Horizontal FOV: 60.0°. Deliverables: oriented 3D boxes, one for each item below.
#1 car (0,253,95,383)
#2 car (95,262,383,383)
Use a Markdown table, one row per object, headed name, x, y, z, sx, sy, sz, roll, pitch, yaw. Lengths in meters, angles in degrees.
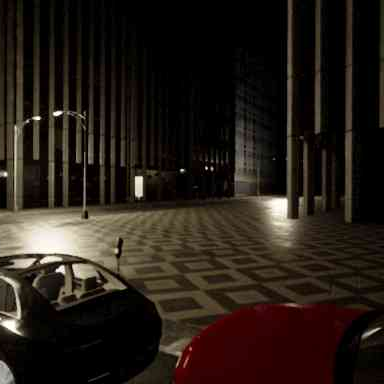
| name | x | y | z | sx | sy | sz | roll | pitch | yaw |
| --- | --- | --- | --- | --- | --- | --- | --- | --- | --- |
| car | -2.413 | 1.548 | 4.668 | 4.403 | 1.369 | 2.008 | 0 | 0 | 35 |
| car | 2.103 | 1.315 | 1.484 | 5.009 | 1.841 | 2.192 | 0 | 0 | 35 |
